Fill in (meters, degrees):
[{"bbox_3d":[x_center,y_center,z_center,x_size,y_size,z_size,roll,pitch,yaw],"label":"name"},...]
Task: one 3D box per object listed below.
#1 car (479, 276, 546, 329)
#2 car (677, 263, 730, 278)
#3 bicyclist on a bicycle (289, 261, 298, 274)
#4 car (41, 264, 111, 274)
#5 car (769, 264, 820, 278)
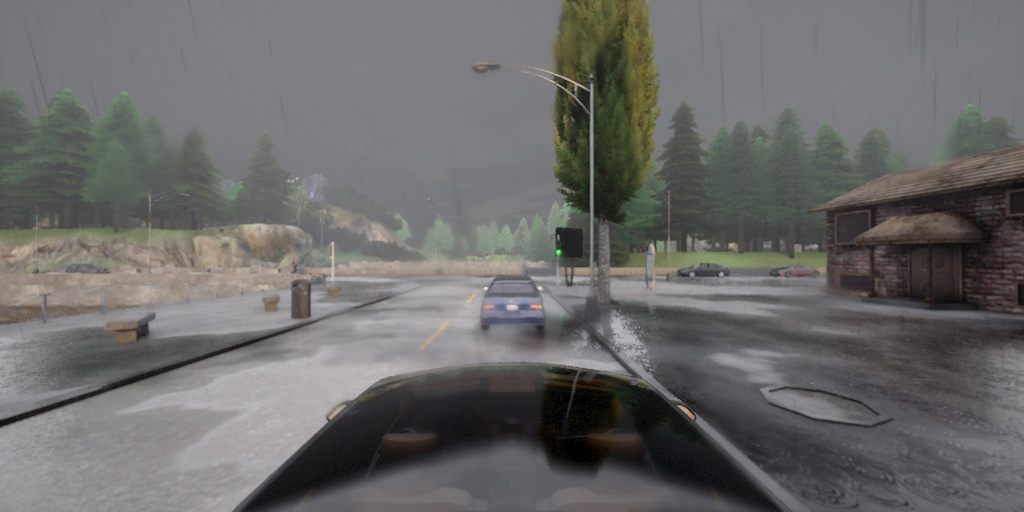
[{"bbox_3d":[0.033,1.359,11.503,2.033,1.411,5.357,0,0,0],"label":"car"},{"bbox_3d":[19.192,1.470,36.114,4.892,1.490,1.837,0,0,0],"label":"car"},{"bbox_3d":[-24.524,1.341,40.316,0.582,1.620,1.656,0,0,0],"label":"bicyclist on a bicycle"},{"bbox_3d":[-43.724,1.513,36.019,5.357,1.411,2.033,0,0,0],"label":"car"},{"bbox_3d":[28.396,1.529,36.110,4.181,1.385,1.994,0,0,0],"label":"car"}]
